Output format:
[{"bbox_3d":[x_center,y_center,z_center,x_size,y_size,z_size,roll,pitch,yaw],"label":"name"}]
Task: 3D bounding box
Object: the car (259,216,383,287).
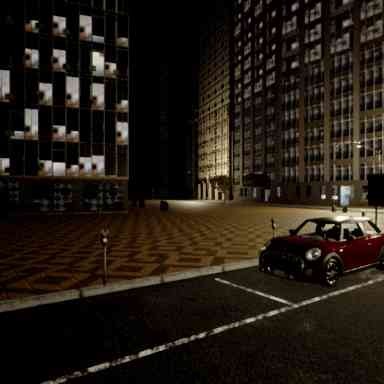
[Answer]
[{"bbox_3d":[3.742,1.438,9.234,4.097,1.590,1.967,0,0,-36],"label":"car"}]
